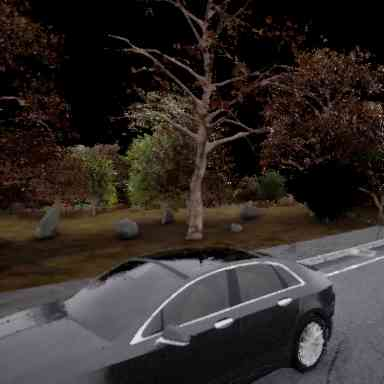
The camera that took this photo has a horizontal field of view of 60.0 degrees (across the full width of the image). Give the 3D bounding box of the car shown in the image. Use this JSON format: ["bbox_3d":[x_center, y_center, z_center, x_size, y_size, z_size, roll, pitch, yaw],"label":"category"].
[{"bbox_3d":[-0.160,1.515,4.045,4.892,1.490,1.837,0,0,-37],"label":"car"}]
